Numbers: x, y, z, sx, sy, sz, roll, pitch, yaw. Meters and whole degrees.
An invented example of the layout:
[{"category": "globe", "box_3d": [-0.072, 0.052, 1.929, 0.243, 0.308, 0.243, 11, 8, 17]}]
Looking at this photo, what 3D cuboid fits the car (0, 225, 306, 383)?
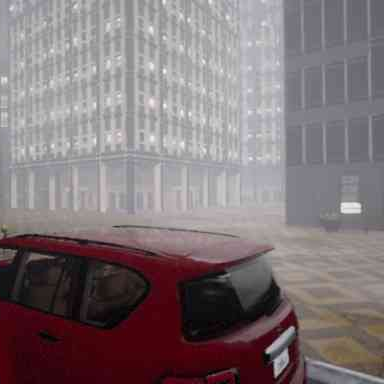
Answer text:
[{"category": "car", "box_3d": [-1.298, 1.324, 3.807, 5.009, 1.841, 2.192, 0, -1, 35]}]
